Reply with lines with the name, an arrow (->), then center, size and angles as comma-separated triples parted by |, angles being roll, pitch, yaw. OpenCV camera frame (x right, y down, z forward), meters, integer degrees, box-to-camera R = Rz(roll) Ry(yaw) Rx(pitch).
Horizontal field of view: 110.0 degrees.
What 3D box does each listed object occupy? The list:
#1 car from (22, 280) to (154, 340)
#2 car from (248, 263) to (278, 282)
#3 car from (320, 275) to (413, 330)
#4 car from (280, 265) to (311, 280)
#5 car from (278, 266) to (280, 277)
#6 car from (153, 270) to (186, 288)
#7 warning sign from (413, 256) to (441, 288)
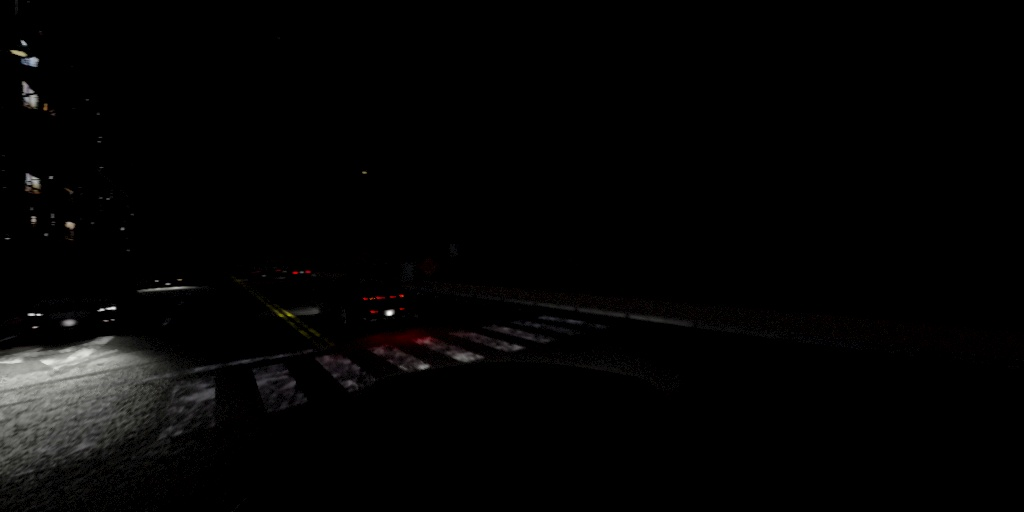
car -> -13.375, 1.552, 11.443 | 2.128, 1.511, 4.902 | -2, 0, -40
car -> -25.130, 1.752, 35.976 | 1.882, 1.535, 5.008 | -2, 0, -39
car -> -4.886, 1.339, 11.724 | 1.837, 1.490, 4.892 | -1, 0, -39
car -> -23.091, 1.757, 38.615 | 2.033, 1.411, 5.357 | -2, 0, -39
car -> -29.339, 1.907, 46.054 | 1.994, 1.385, 4.181 | -2, 0, -40
car -> -30.174, 1.971, 31.727 | 2.033, 1.411, 5.357 | -2, 0, -39
warning sign -> -4.855, 0.914, 21.079 | 1.300, 1.860, 1.060 | 0, 0, -40
